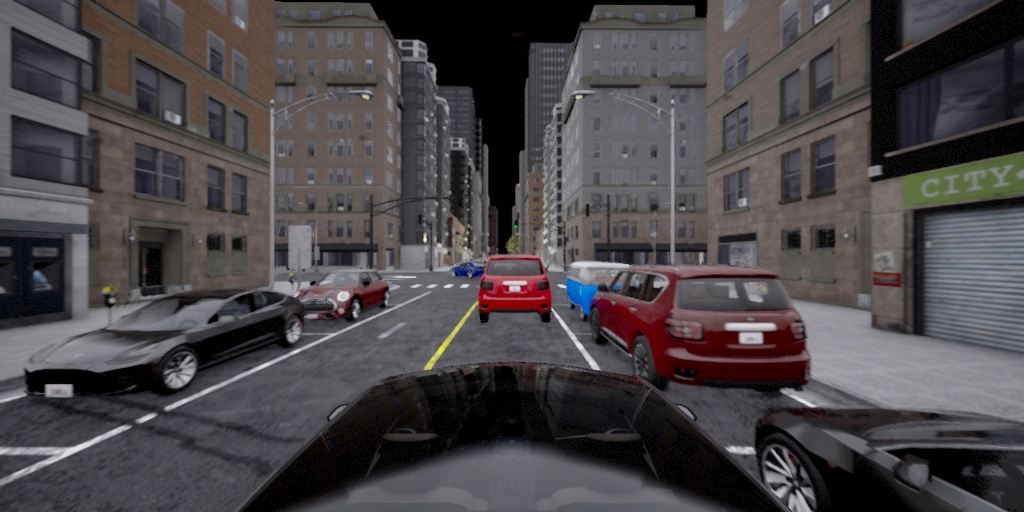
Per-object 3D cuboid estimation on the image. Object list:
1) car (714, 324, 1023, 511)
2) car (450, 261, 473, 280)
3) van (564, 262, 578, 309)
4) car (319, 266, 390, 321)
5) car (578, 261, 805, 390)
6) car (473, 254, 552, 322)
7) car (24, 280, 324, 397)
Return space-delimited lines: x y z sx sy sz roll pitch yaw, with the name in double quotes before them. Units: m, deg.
"car" 2.857 1.316 1.151 1.948 1.339 4.313 0 0 0
"car" -3.676 1.212 31.753 1.882 1.535 5.008 1 -1 -38
"van" 2.856 1.086 12.199 1.690 1.789 3.998 0 0 0
"car" -5.670 1.185 12.192 1.967 1.591 4.097 0 0 0
"car" 2.857 1.063 6.675 2.192 1.841 5.009 0 0 0
"car" 0.098 0.968 12.427 2.150 2.045 5.566 0 0 0
"car" -5.669 1.313 6.667 1.948 1.339 4.313 0 0 0
